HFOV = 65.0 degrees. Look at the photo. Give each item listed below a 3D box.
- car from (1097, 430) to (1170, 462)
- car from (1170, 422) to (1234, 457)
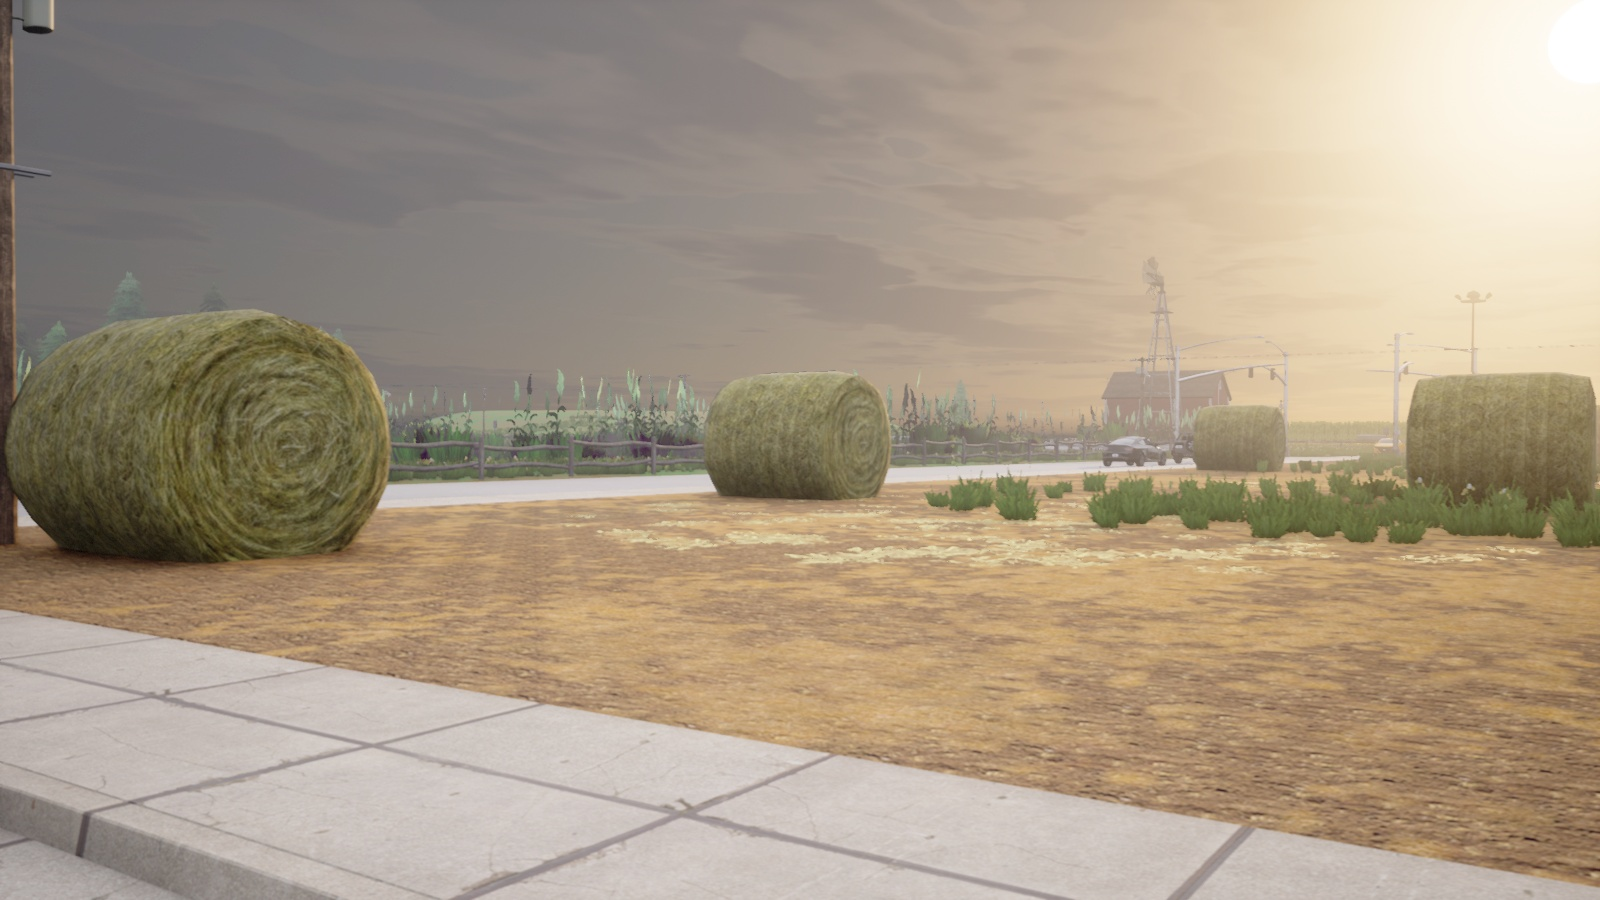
[{"bbox_3d":[16.015,-0.209,60.153,1.812,1.442,4.674,0,1,36],"label":"car"},{"bbox_3d":[21.775,-0.578,67.967,1.932,1.855,4.605,0,1,36],"label":"car"}]
